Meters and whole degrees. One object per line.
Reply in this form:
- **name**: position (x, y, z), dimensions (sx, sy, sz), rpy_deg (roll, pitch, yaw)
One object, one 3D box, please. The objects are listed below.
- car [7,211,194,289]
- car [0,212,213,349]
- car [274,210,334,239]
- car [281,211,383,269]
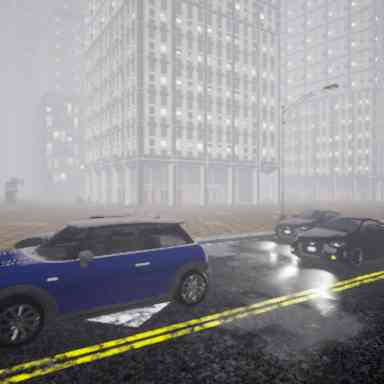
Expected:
- **car**: position (-2.551, 1.437, 9.794), dimensions (4.902, 1.511, 2.128), rpy_deg (0, 0, -35)
- **car**: position (-1.868, 1.315, 6.300), dimensions (4.553, 1.767, 2.097), rpy_deg (0, 0, -35)
- **car**: position (5.769, 1.522, 15.406), dimensions (4.181, 1.385, 1.994), rpy_deg (0, 0, -33)
- **car**: position (5.269, 1.539, 11.149), dimensions (4.181, 1.385, 1.994), rpy_deg (0, 0, -34)
